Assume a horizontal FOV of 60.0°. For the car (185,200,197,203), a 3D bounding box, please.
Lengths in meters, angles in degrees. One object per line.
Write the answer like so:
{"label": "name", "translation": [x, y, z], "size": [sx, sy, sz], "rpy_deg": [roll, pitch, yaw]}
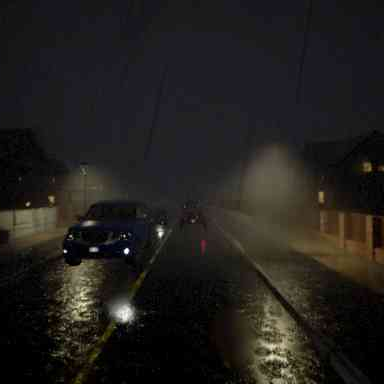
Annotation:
{"label": "car", "translation": [-0.121, 1.784, 41.199], "size": [2.097, 1.767, 4.553], "rpy_deg": [0, -1, -2]}

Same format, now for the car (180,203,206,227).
{"label": "car", "translation": [0.092, 1.768, 24.545], "size": [1.812, 1.442, 4.674], "rpy_deg": [0, 0, 0]}

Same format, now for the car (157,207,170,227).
{"label": "car", "translation": [-2.740, 1.810, 24.857], "size": [1.994, 1.385, 4.181], "rpy_deg": [0, -1, 0]}

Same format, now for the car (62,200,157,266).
{"label": "car", "translation": [-2.796, 1.340, 12.327], "size": [2.150, 2.045, 5.566], "rpy_deg": [0, -1, 1]}
